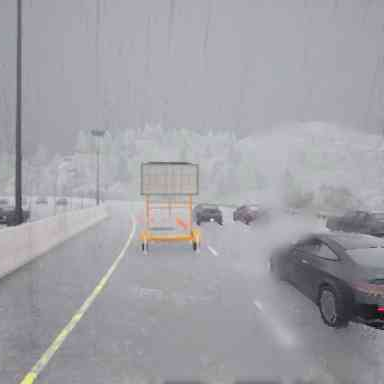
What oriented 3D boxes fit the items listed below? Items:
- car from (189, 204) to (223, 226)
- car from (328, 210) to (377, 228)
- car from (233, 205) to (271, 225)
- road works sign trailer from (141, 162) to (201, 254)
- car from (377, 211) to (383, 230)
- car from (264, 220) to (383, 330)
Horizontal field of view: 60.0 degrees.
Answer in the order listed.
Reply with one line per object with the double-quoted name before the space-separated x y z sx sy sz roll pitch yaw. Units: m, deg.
"car" 0.986 1.656 25.205 1.837 1.490 4.892 0 0 -9
"car" 9.187 1.667 17.488 2.033 1.411 5.357 0 0 -7
"car" 4.487 1.684 25.360 1.812 1.442 4.674 0 0 -9
"road works sign trailer" -0.946 0.546 14.009 2.380 3.560 2.880 0 0 -8
"car" 6.647 1.274 6.856 2.150 2.045 5.566 0 0 -4
"car" 3.111 1.573 6.964 1.812 1.442 4.674 0 0 -4
